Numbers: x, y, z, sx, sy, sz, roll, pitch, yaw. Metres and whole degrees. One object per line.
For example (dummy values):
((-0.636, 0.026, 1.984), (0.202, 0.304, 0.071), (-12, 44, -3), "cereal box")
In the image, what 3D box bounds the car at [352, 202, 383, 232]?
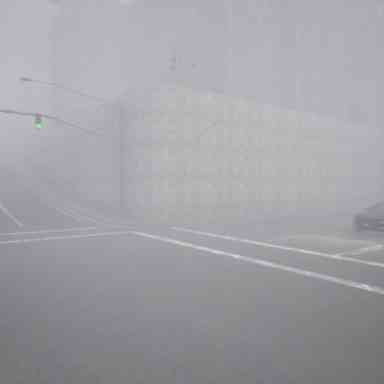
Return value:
((10.146, 1.237, 16.968), (5.008, 1.535, 1.882), (-1, 1, -35), "car")
